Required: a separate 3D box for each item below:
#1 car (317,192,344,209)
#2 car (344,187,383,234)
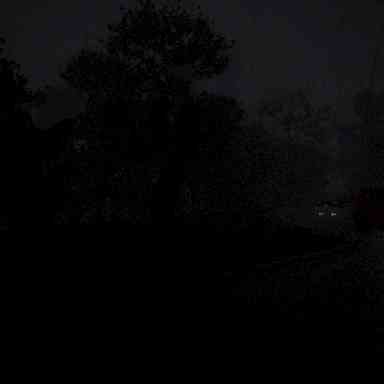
[{"bbox_3d":[13.925,0.744,31.423,5.357,1.411,2.033,-2,1,-41],"label":"car"},{"bbox_3d":[8.543,0.826,13.159,2.150,2.045,5.566,-1,1,-2],"label":"car"}]
